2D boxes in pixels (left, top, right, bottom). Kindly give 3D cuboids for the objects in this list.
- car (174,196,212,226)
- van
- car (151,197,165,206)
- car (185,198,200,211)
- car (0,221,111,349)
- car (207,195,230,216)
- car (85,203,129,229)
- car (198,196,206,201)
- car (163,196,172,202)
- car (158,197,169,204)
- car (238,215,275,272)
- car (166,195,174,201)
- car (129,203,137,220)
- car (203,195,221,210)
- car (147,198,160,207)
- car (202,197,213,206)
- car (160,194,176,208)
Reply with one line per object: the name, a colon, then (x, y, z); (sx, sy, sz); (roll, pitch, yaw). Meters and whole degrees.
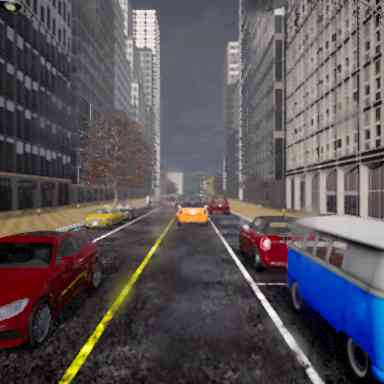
car: (0.062, 1.382, 23.874); (2.097, 1.767, 4.553); (0, 0, 0)
van: (2.685, 1.349, 5.139); (1.690, 1.788, 3.998); (0, 0, 0)
car: (-5.775, 1.621, 56.367); (1.947, 1.339, 4.313); (0, 0, 0)
car: (0.031, 1.572, 41.824); (1.812, 1.442, 4.674); (0, 0, 0)
car: (-3.098, 1.536, 6.419); (1.812, 1.442, 4.674); (0, 0, 0)
car: (2.642, 1.355, 33.599); (2.192, 1.841, 5.009); (0, 0, 0)
car: (-5.722, 1.554, 22.042); (1.752, 1.417, 4.829); (0, 0, 0)
car: (2.561, 1.627, 84.828); (1.947, 1.339, 4.313); (0, 0, 0)
car: (-5.810, 1.612, 79.136); (2.008, 1.369, 4.403); (0, 0, 0)
car: (-5.792, 1.641, 67.750); (1.802, 1.307, 4.206); (0, 0, 0)
car: (2.676, 1.456, 10.830); (1.967, 1.590, 4.097); (0, 0, 0)
car: (-5.828, 1.606, 90.520); (1.887, 1.381, 4.507); (0, 0, 0)
car: (-5.731, 1.585, 27.905); (2.008, 1.369, 4.403); (0, 0, 0)
car: (2.624, 1.364, 44.984); (2.192, 1.841, 5.009); (0, 0, 0)
car: (-5.766, 1.603, 50.674); (2.008, 1.369, 4.403); (0, 0, 0)
car: (2.605, 1.580, 56.537); (1.752, 1.417, 4.829); (0, 0, 0)
car: (-3.158, 1.403, 49.241); (2.097, 1.767, 4.553); (0, 0, 0)
